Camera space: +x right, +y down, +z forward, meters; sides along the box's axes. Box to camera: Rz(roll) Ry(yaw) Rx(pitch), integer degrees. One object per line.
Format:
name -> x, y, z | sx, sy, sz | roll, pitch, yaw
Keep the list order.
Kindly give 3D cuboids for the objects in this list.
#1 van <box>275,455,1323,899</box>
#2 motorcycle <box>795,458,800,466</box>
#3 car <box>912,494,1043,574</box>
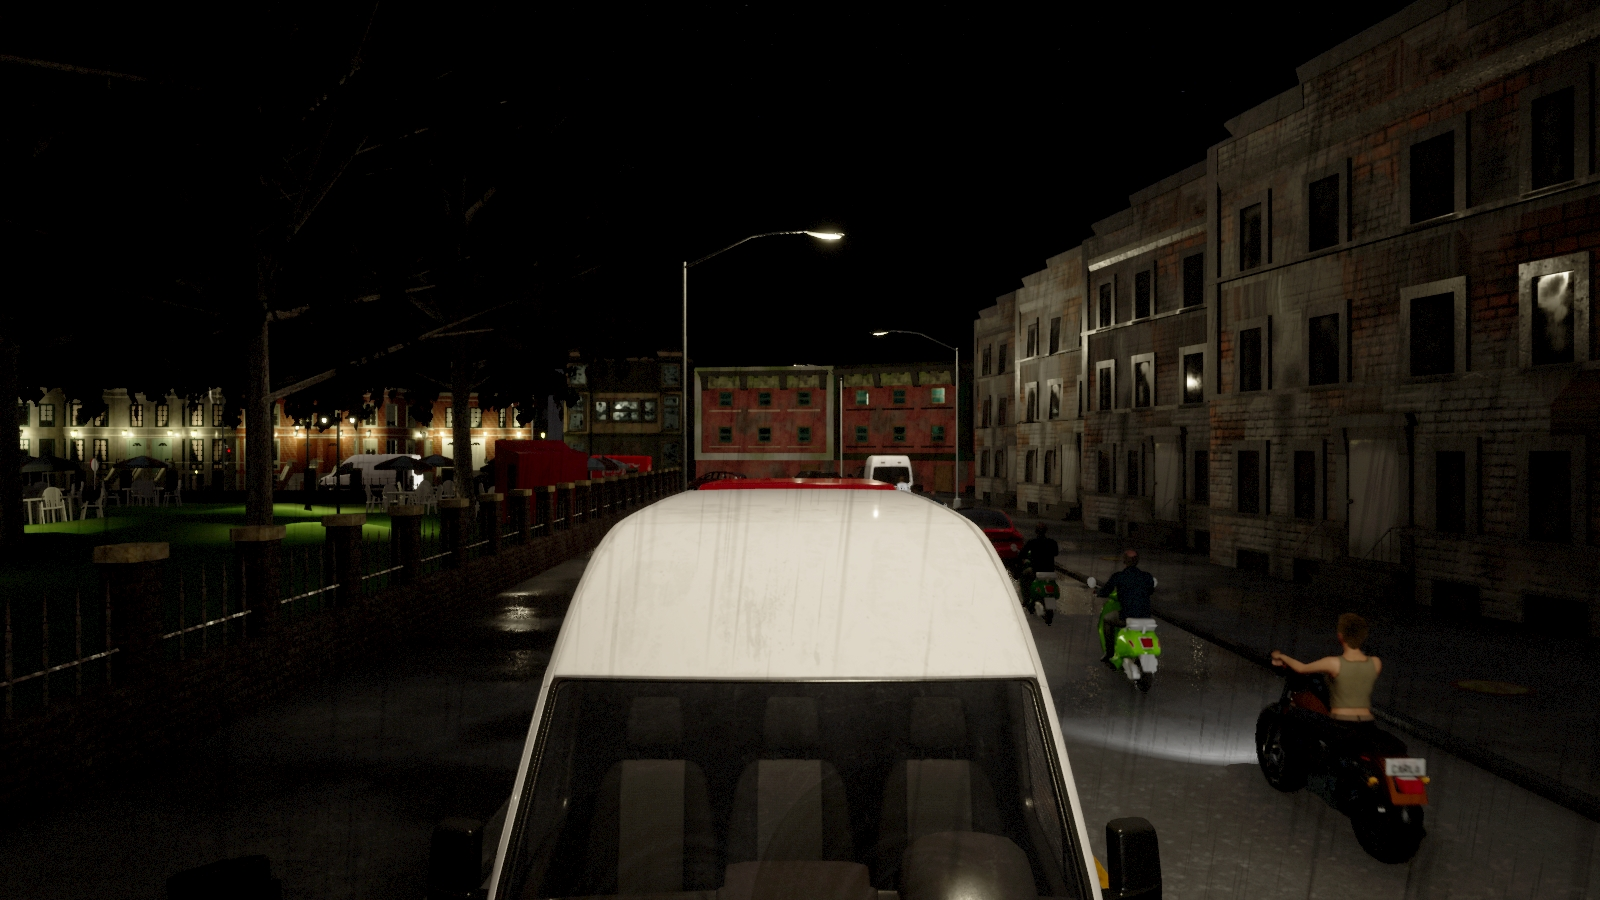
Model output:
van -> -0.006, 1.314, 5.127 | 1.988, 2.561, 5.915 | 0, 0, 0
motorcycle -> -0.384, 1.962, 183.190 | 0.856, 1.236, 1.805 | 0, 0, 0
car -> 3.923, 1.841, 26.206 | 2.231, 1.480, 4.892 | 0, 0, 0
